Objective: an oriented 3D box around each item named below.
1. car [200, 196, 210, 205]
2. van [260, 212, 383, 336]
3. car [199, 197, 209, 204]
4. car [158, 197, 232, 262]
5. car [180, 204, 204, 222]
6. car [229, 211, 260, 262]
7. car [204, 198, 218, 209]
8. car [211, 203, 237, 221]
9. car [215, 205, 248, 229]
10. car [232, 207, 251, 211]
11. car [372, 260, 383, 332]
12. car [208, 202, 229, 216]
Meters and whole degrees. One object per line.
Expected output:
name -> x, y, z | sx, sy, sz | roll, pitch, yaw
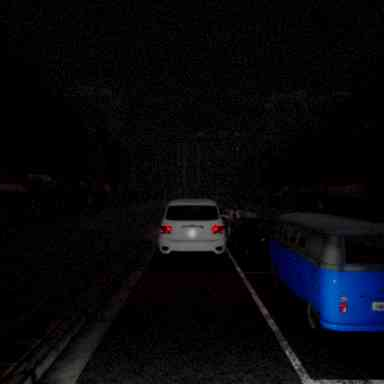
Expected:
car -> 2.616, 1.701, 67.020 | 1.967, 1.590, 4.097 | 0, 0, 0
van -> 2.646, 1.360, 6.481 | 1.690, 1.788, 3.998 | 1, 0, 0
car -> 2.613, 1.839, 72.523 | 2.008, 1.369, 4.403 | 0, 0, 0
car -> 0.028, 1.260, 12.391 | 2.150, 2.045, 5.566 | 0, 0, 0
car -> 0.027, 1.692, 27.837 | 1.895, 1.301, 4.718 | 0, 0, 0
car -> 2.641, 1.601, 11.984 | 1.947, 1.339, 4.313 | 1, 0, 0
car -> 2.729, 1.703, 48.935 | 1.812, 1.442, 4.674 | 0, 0, 0
car -> 2.633, 1.675, 28.494 | 1.802, 1.307, 4.206 | 1, 0, 0
car -> 2.636, 1.655, 22.990 | 1.802, 1.307, 4.206 | 1, 0, 0
car -> 2.638, 1.604, 17.487 | 2.008, 1.369, 4.403 | 1, 0, 0
car -> 2.647, 1.443, 0.977 | 1.967, 1.590, 4.097 | 1, 0, 0
car -> 2.630, 1.696, 33.998 | 1.802, 1.307, 4.206 | 0, 0, 0
